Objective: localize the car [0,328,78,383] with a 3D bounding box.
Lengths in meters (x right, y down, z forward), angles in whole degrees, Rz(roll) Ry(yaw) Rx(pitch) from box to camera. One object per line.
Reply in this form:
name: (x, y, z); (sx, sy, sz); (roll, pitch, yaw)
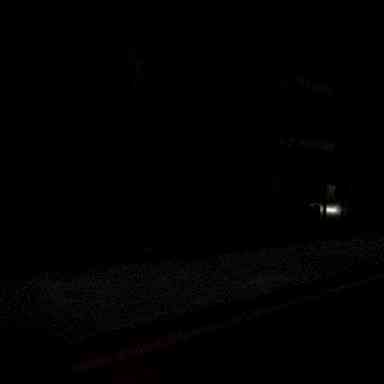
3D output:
car: (-2.825, 1.525, 1.364); (4.674, 1.442, 1.812); (0, 0, -36)
